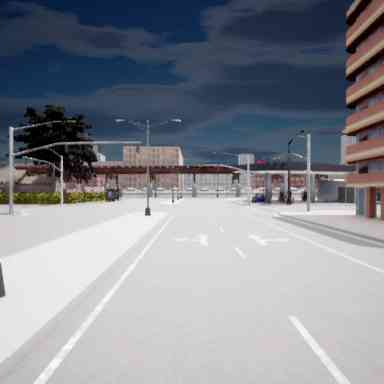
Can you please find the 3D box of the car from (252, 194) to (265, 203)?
[{"bbox_3d":[13.210,1.269,65.641,2.242,1.667,4.611,0,0,0],"label":"car"}]

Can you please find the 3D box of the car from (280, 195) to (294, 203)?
[{"bbox_3d":[18.955,1.430,66.403,1.970,1.475,3.806,0,0,0],"label":"car"}]
